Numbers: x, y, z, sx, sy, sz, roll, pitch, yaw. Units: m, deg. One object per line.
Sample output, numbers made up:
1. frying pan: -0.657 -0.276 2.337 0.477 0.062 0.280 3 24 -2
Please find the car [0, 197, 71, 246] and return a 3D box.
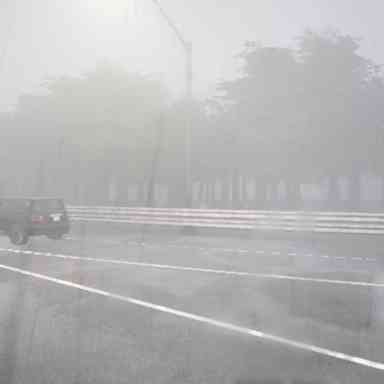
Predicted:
1. car: -8.185 1.238 15.477 5.566 2.045 2.150 0 0 27
